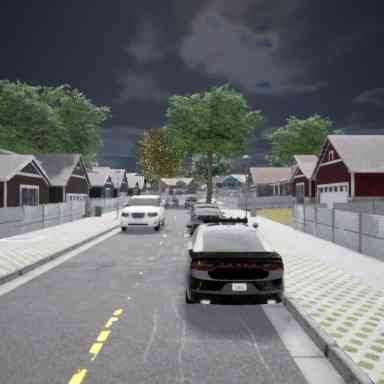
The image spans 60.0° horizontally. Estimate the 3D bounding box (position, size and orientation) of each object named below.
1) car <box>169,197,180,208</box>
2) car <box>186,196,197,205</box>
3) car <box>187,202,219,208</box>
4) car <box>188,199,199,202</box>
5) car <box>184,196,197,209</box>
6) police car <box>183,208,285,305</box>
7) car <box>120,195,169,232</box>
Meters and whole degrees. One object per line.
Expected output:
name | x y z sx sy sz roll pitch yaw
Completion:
car | -2.830 1.480 48.006 2.128 1.511 4.902 0 0 0
car | -0.097 1.515 60.490 1.812 1.442 4.674 0 0 0
car | 0.795 1.504 18.188 1.837 1.490 4.892 0 0 0
car | 0.785 1.502 24.190 1.837 1.490 4.892 0 0 0
car | -0.041 1.481 46.094 2.128 1.511 4.902 0 0 0
police car | 0.811 1.427 8.295 1.930 1.638 5.238 0 0 0
car | -2.884 1.220 20.475 2.150 2.045 5.566 0 0 0
